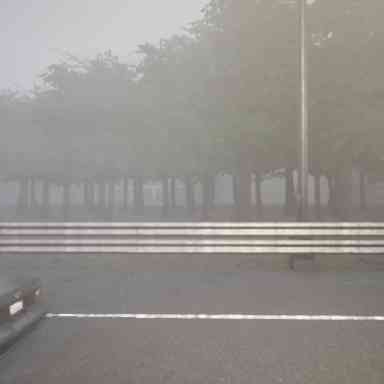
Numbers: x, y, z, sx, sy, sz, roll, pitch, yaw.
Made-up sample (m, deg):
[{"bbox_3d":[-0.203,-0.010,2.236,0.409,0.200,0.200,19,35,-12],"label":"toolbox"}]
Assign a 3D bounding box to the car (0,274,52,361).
[{"bbox_3d":[-4.809,1.571,4.450,5.357,1.411,2.033,0,0,2],"label":"car"}]
